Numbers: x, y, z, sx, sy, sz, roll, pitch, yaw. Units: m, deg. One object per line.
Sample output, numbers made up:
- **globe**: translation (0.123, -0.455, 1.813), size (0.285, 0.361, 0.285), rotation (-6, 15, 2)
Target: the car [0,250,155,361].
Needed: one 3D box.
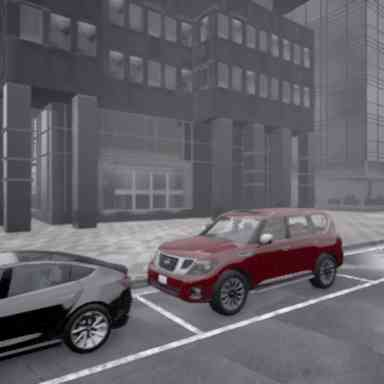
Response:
- **car**: translation (-2.920, 1.566, 4.570), size (4.313, 1.339, 1.947), rotation (0, 0, -35)

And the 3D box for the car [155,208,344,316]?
- **car**: translation (1.502, 1.330, 7.717), size (5.009, 1.841, 2.192), rotation (0, 0, -35)
